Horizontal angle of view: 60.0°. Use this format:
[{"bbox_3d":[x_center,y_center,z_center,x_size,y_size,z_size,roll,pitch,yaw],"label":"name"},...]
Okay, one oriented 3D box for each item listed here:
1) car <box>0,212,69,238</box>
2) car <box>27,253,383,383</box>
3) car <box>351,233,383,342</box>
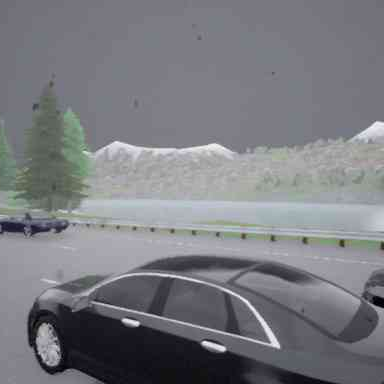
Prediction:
[{"bbox_3d":[-9.263,1.769,18.949,4.718,1.301,1.895,-1,0,33],"label":"car"},{"bbox_3d":[-0.082,1.528,4.050,4.892,1.490,1.837,0,0,36],"label":"car"},{"bbox_3d":[5.290,1.532,4.518,5.357,1.411,2.033,-1,0,36],"label":"car"}]
